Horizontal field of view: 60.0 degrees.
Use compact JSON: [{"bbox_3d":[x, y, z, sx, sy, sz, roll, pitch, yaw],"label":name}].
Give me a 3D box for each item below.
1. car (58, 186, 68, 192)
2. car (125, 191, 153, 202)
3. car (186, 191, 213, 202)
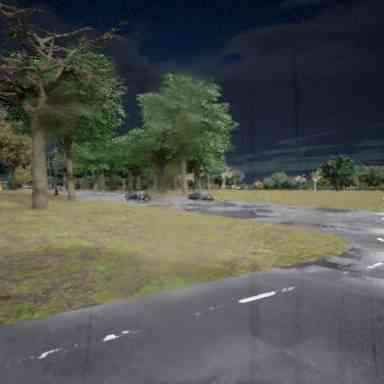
[{"bbox_3d":[-34.284,-0.805,89.013,2.128,1.511,4.902,-1,2,-33],"label":"car"},{"bbox_3d":[-7.270,0.560,45.002,2.033,1.411,5.357,-1,2,-35],"label":"car"},{"bbox_3d":[1.023,0.545,45.297,1.994,1.385,4.181,-2,2,-35],"label":"car"}]
